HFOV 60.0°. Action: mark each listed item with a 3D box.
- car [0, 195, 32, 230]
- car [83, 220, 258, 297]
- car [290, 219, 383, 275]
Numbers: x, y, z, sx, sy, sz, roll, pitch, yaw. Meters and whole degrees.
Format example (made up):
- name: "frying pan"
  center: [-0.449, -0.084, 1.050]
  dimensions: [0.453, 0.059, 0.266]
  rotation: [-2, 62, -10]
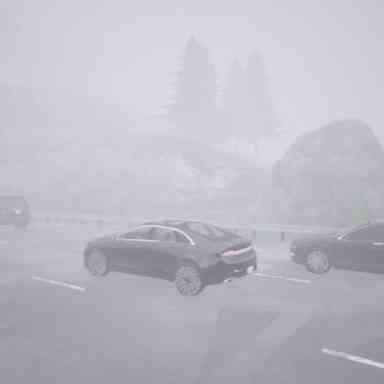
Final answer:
- name: "car"
  center: [-11.829, 1.205, 19.444]
  dimensions: [5.566, 2.045, 2.150]
  rotation: [0, 0, 29]
- name: "car"
  center: [-0.750, 1.477, 8.582]
  dimensions: [4.902, 1.511, 2.128]
  rotation: [0, 0, 34]
- name: "car"
  center: [5.101, 1.482, 8.830]
  dimensions: [4.892, 1.490, 1.837]
  rotation: [0, 0, 35]
